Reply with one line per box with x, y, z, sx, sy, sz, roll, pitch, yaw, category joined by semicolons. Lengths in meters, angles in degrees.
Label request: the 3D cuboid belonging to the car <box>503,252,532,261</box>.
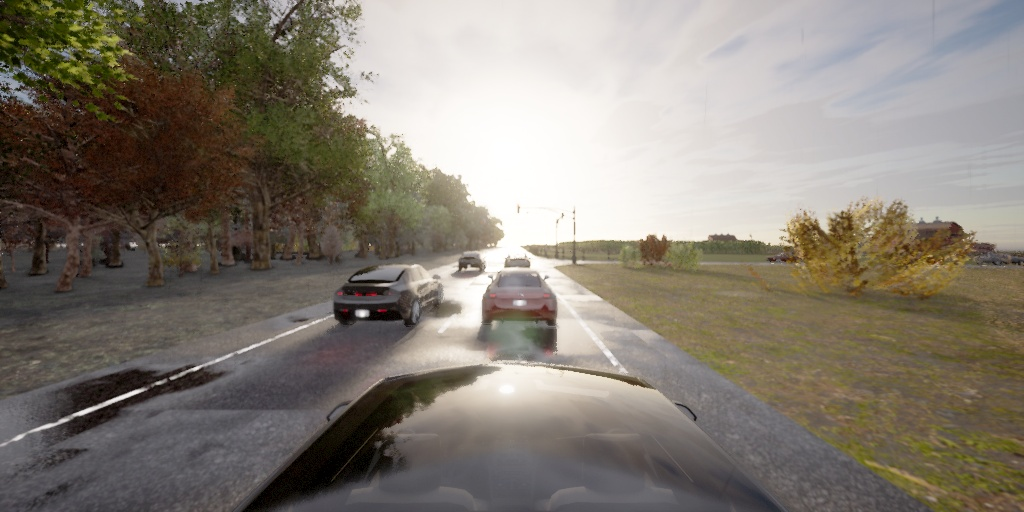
0.383;0.463;25.774;2.128;1.511;4.902;0;2;0;car

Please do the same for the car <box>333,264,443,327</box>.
-3.301;0.969;10.394;1.837;1.490;4.892;0;1;1;car

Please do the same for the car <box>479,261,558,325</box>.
0.202;1.027;10.598;1.994;1.385;4.181;0;2;0;car

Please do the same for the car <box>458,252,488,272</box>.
-3.086;0.387;28.417;1.837;1.490;4.892;0;2;1;car

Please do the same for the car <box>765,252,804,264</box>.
36.400;0.215;47.592;5.008;1.535;1.882;1;1;1;car
